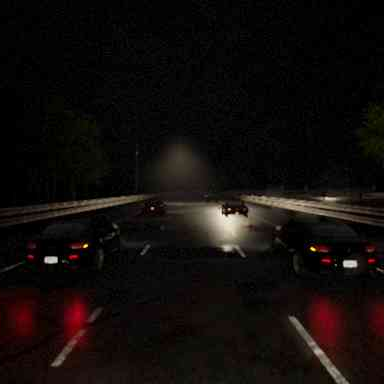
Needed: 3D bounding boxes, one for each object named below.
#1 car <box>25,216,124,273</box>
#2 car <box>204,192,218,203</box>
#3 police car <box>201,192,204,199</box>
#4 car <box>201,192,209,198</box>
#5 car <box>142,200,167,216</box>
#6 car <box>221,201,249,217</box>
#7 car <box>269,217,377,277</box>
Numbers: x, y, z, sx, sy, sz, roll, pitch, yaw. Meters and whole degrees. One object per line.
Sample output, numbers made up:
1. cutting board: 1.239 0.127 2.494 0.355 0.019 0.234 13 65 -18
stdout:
1. car: -3.397 1.459 10.325 1.812 1.442 4.674 0 0 0
2. car: 3.530 1.124 59.576 1.837 1.490 4.892 0 0 0
3. police car: 3.536 1.050 70.576 2.038 1.542 4.974 0 0 0
4. car: 3.546 0.797 92.573 2.033 1.649 4.856 0 1 0
5. car: -3.386 1.369 30.476 1.994 1.385 4.181 0 0 0
6. car: 3.613 1.416 28.882 1.895 1.301 4.718 0 0 0
7. car: 3.602 1.462 9.876 1.812 1.442 4.674 0 0 0
